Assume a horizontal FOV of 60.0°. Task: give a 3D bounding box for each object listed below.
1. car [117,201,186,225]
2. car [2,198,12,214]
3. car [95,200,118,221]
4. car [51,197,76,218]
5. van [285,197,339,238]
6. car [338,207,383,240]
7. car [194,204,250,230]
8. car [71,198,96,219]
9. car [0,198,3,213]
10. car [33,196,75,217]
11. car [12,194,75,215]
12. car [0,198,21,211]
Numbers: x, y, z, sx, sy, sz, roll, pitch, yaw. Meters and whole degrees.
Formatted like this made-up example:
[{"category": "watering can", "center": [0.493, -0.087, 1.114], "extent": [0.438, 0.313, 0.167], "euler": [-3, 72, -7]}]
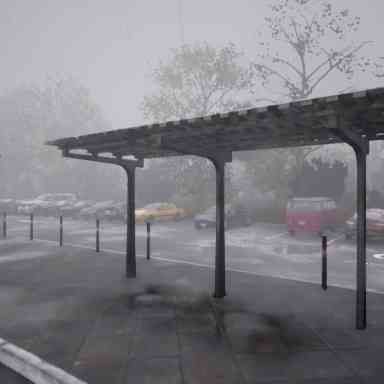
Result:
[{"category": "car", "center": [-2.587, 1.467, 24.267], "extent": [1.946, 1.575, 5.366], "euler": [0, 0, 35]}, {"category": "car", "center": [-16.073, 1.441, 34.038], "extent": [2.231, 1.521, 4.892], "euler": [0, 0, 35]}, {"category": "car", "center": [-4.728, 1.494, 26.047], "extent": [2.163, 1.488, 4.792], "euler": [0, 0, 35]}, {"category": "car", "center": [-9.271, 1.454, 29.235], "extent": [2.097, 1.535, 5.008], "euler": [0, 0, 35]}, {"category": "van", "center": [6.648, 1.264, 18.097], "extent": [1.878, 1.987, 4.442], "euler": [0, 0, 35]}, {"category": "car", "center": [8.843, 1.535, 16.396], "extent": [2.002, 1.452, 4.674], "euler": [0, 0, 35]}, {"category": "car", "center": [2.034, 1.509, 21.186], "extent": [2.163, 1.488, 4.792], "euler": [0, 0, 35]}, {"category": "car", "center": [-7.005, 1.461, 27.632], "extent": [2.231, 1.521, 4.892], "euler": [0, 0, 35]}, {"category": "car", "center": [-18.339, 1.432, 35.644], "extent": [2.097, 1.535, 5.008], "euler": [0, 0, 35]}, {"category": "car", "center": [-11.537, 1.449, 30.839], "extent": [2.097, 1.535, 5.008], "euler": [0, 0, 35]}, {"category": "car", "center": [-13.821, 1.193, 32.416], "extent": [2.435, 2.045, 5.566], "euler": [0, 0, 35]}, {"category": "car", "center": [-22.882, 1.441, 38.832], "extent": [2.163, 1.488, 4.792], "euler": [1, 0, 35]}]
